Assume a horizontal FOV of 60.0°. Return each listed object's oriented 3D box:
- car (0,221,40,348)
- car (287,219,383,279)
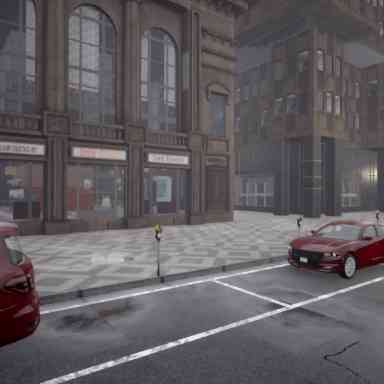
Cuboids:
[{"bbox_3d":[-4.335,1.315,3.546,5.009,1.841,2.192,0,0,-36],"label":"car"},{"bbox_3d":[4.770,1.546,10.074,4.507,1.381,1.887,0,0,-36],"label":"car"}]
